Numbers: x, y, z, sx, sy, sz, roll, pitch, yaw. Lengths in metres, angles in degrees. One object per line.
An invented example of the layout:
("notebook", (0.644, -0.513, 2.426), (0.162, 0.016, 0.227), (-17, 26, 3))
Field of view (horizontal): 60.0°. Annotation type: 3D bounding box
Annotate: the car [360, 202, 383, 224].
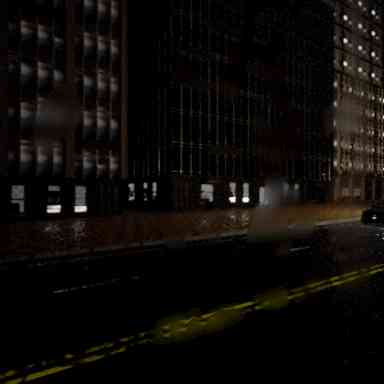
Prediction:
("car", (12.133, 1.284, 20.328), (4.181, 1.385, 1.994), (-1, 1, -35))
